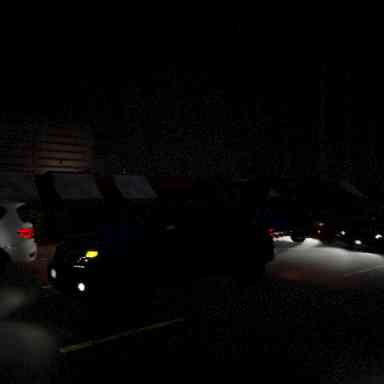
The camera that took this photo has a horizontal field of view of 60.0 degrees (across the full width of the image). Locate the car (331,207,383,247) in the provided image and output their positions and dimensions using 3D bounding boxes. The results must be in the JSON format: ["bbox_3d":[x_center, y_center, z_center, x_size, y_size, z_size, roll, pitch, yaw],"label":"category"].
[{"bbox_3d":[8.598,1.557,14.400,5.357,1.411,2.033,0,0,-35],"label":"car"}]

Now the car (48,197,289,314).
[{"bbox_3d":[-0.403,1.226,8.001,5.566,2.045,2.150,0,0,-36],"label":"car"}]

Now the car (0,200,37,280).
[{"bbox_3d":[-6.708,1.221,7.806,5.566,2.045,2.150,0,0,-35],"label":"car"}]

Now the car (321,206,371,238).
[{"bbox_3d":[7.284,1.574,17.658,4.181,1.385,1.994,0,0,-35],"label":"car"}]

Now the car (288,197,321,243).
[{"bbox_3d":[2.994,1.230,14.709,5.566,2.045,2.150,0,0,-36],"label":"car"}]

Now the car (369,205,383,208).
[{"bbox_3d":[11.630,1.540,20.820,4.674,1.442,1.812,0,0,-35],"label":"car"}]
